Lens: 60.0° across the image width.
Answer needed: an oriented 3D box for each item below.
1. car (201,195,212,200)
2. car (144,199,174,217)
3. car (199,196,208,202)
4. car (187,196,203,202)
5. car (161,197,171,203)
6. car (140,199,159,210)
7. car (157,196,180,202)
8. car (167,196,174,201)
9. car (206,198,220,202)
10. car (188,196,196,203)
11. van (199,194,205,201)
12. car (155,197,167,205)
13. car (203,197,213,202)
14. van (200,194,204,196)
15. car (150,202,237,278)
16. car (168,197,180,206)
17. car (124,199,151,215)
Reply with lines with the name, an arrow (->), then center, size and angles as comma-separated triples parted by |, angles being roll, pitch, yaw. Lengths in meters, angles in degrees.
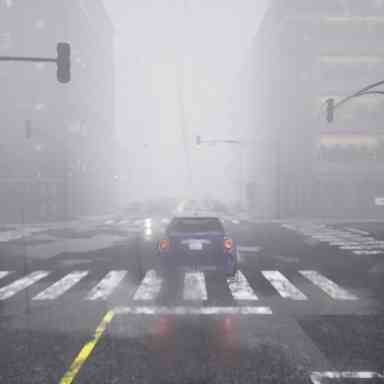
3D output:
car -> 2.680, 1.626, 50.595 | 1.887, 1.381, 4.507 | 0, 0, 0
car -> -3.097, 1.648, 31.960 | 1.895, 1.301, 4.718 | 0, 0, 0
car -> 2.677, 1.665, 78.382 | 1.752, 1.417, 4.829 | 0, 0, 0
car -> 0.097, 1.587, 40.181 | 1.812, 1.442, 4.674 | 0, 0, 0
car -> -5.702, 1.709, 72.701 | 1.802, 1.307, 4.206 | 0, 0, 0
car -> -5.701, 1.637, 45.084 | 1.947, 1.339, 4.313 | 0, 0, 0
car -> -3.089, 1.420, 43.539 | 2.097, 1.767, 4.553 | 0, 0, 0
car -> -5.704, 1.690, 89.102 | 1.752, 1.417, 4.829 | 0, 0, 0
car -> 2.681, 1.633, 34.025 | 1.802, 1.307, 4.206 | 0, 0, 0
car -> -0.007, 1.654, 73.894 | 1.812, 1.442, 4.674 | 0, 0, 0
van -> 2.675, 1.506, 89.260 | 1.690, 1.788, 3.998 | -1, 0, 0
car -> -5.702, 1.649, 61.654 | 1.887, 1.381, 4.507 | 0, 0, 0
car -> 2.681, 1.626, 39.548 | 1.947, 1.339, 4.313 | 0, 0, 0
van -> 2.678, 1.434, 56.119 | 1.690, 1.788, 3.998 | 0, 0, 0
car -> 0.099, 1.365, 10.309 | 2.097, 1.767, 4.553 | 0, 0, 0
car -> -3.066, 1.619, 56.752 | 1.812, 1.442, 4.674 | 0, 0, 0
car -> -5.700, 1.617, 34.036 | 1.947, 1.339, 4.313 | 0, 0, 0
